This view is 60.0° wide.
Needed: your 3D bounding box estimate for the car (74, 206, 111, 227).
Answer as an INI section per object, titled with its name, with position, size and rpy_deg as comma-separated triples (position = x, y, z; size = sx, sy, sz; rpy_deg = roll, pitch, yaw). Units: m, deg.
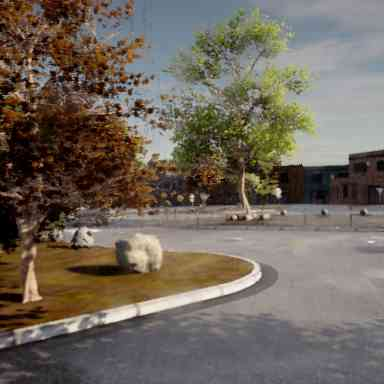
[car]
position = -7.840, 1.926, 26.509
size = 1.837, 1.490, 4.892
rpy_deg = -1, -2, 0
